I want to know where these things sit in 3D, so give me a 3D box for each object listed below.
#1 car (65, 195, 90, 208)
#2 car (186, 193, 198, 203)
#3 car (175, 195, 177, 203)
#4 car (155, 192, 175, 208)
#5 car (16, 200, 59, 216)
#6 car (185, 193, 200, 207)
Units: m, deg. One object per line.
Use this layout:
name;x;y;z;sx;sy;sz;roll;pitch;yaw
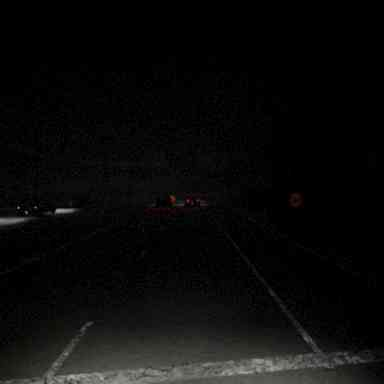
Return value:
car;-13.999;1.121;40.860;2.128;1.511;4.902;0;1;1
car;0.051;0.955;52.011;1.812;1.442;4.674;0;1;0
car;-3.450;0.794;51.532;2.097;1.767;4.553;0;1;0
car;-3.459;1.083;41.293;1.882;1.535;5.008;0;1;0
car;-13.992;1.389;30.373;1.895;1.301;4.718;0;1;1
car;0.041;1.117;41.884;1.812;1.442;4.674;0;1;0
